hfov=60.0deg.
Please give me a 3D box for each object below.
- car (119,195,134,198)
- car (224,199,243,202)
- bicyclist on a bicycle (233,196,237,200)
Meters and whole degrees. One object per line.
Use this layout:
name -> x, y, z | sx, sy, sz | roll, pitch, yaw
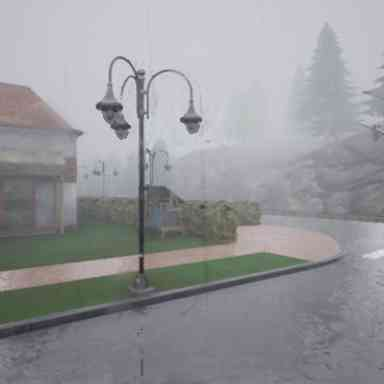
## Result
car -> -10.365, 1.192, 51.237 | 2.097, 1.767, 4.553 | 0, 0, -36
car -> 3.174, 1.345, 25.903 | 1.837, 1.490, 4.892 | 0, 0, -35
bicyclist on a bicycle -> 4.622, 1.275, 36.079 | 1.656, 1.620, 0.582 | -1, 1, -36
